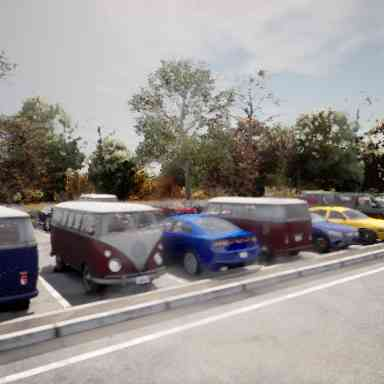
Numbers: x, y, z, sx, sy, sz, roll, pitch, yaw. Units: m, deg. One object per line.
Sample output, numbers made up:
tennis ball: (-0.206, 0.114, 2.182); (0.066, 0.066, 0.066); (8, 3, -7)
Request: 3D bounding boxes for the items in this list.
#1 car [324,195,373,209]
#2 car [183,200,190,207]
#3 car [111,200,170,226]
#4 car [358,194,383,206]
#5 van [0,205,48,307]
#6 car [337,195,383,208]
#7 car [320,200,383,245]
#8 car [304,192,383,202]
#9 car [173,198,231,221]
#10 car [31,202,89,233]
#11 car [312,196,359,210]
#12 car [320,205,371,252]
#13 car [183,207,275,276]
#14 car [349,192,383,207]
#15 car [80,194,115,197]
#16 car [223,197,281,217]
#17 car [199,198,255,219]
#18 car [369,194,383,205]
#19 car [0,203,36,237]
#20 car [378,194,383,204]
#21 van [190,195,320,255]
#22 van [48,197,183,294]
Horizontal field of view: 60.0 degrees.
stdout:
car: (18.738, 1.125, 40.089); (2.097, 1.535, 5.008); (-1, 0, -36)
car: (-1.578, 1.382, 25.556); (2.097, 1.535, 5.008); (-1, 0, -36)
car: (-3.835, 1.411, 23.940); (2.097, 1.535, 5.008); (-1, 0, -36)
car: (25.502, 1.041, 44.945); (2.097, 1.535, 5.008); (-1, 0, -36)
van: (-4.743, 1.285, 7.340); (1.878, 1.987, 4.442); (-1, 0, -36)
car: (20.993, 1.137, 41.707); (2.002, 1.452, 4.674); (-1, 0, -36)
car: (6.832, 1.369, 15.256); (1.946, 1.575, 5.366); (-1, 0, -36)
car: (9.018, 1.092, 17.014); (2.435, 2.045, 5.566); (-1, 0, -36)
car: (0.678, 1.354, 27.172); (2.231, 1.521, 4.892); (-1, 0, -36)
car: (-8.341, 1.469, 20.700); (2.231, 1.521, 4.892); (-1, 0, -36)
car: (16.479, 1.193, 38.474); (2.002, 1.452, 4.674); (-1, 0, -36)
car: (4.444, 1.441, 13.777); (2.002, 1.452, 4.674); (-1, 0, -36)
car: (-0.110, 1.459, 10.507); (2.097, 1.535, 5.008); (-1, 0, -36)
car: (23.229, 0.944, 43.349); (2.185, 1.767, 4.553); (-1, 0, -36)
car: (-6.074, 1.188, 22.295); (2.435, 2.045, 5.566); (-1, 0, -36)
car: (5.303, 1.293, 30.247); (1.946, 1.575, 5.366); (-1, 0, -36)
car: (2.922, 1.354, 28.806); (2.163, 1.488, 4.792); (-1, 0, -36)
car: (27.765, 1.016, 46.551); (2.231, 1.521, 4.892); (-1, 0, -36)
car: (-10.600, 1.494, 19.083); (2.097, 1.535, 5.008); (-1, 0, -36)
car: (30.000, 1.017, 48.195); (2.163, 1.488, 4.792); (-1, 0, -36)
van: (2.096, 1.204, 12.237); (1.878, 1.987, 4.442); (-1, 0, -36)
van: (-2.329, 1.261, 8.781); (1.878, 1.987, 4.442); (-1, 0, -36)
